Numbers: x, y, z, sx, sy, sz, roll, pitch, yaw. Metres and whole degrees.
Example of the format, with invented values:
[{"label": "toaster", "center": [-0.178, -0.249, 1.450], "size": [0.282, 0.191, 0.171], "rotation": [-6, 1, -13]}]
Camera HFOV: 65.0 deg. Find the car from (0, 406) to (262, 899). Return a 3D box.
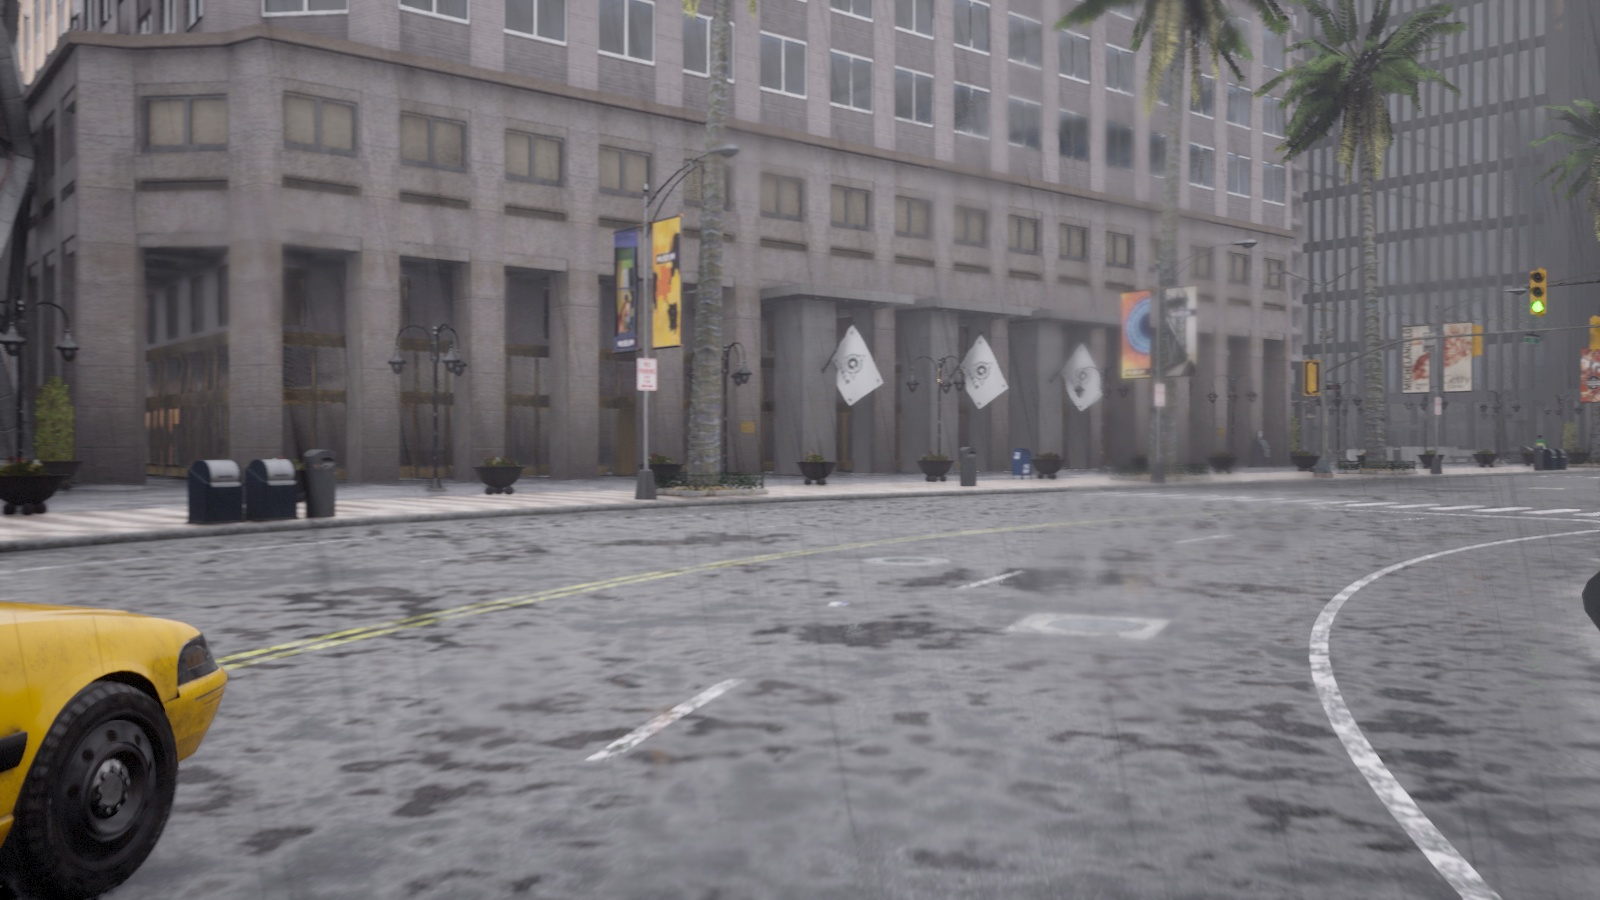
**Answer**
[{"label": "car", "center": [-3.292, 0.665, 2.436], "size": [1.801, 1.575, 5.366], "rotation": [0, 0, 5]}]
